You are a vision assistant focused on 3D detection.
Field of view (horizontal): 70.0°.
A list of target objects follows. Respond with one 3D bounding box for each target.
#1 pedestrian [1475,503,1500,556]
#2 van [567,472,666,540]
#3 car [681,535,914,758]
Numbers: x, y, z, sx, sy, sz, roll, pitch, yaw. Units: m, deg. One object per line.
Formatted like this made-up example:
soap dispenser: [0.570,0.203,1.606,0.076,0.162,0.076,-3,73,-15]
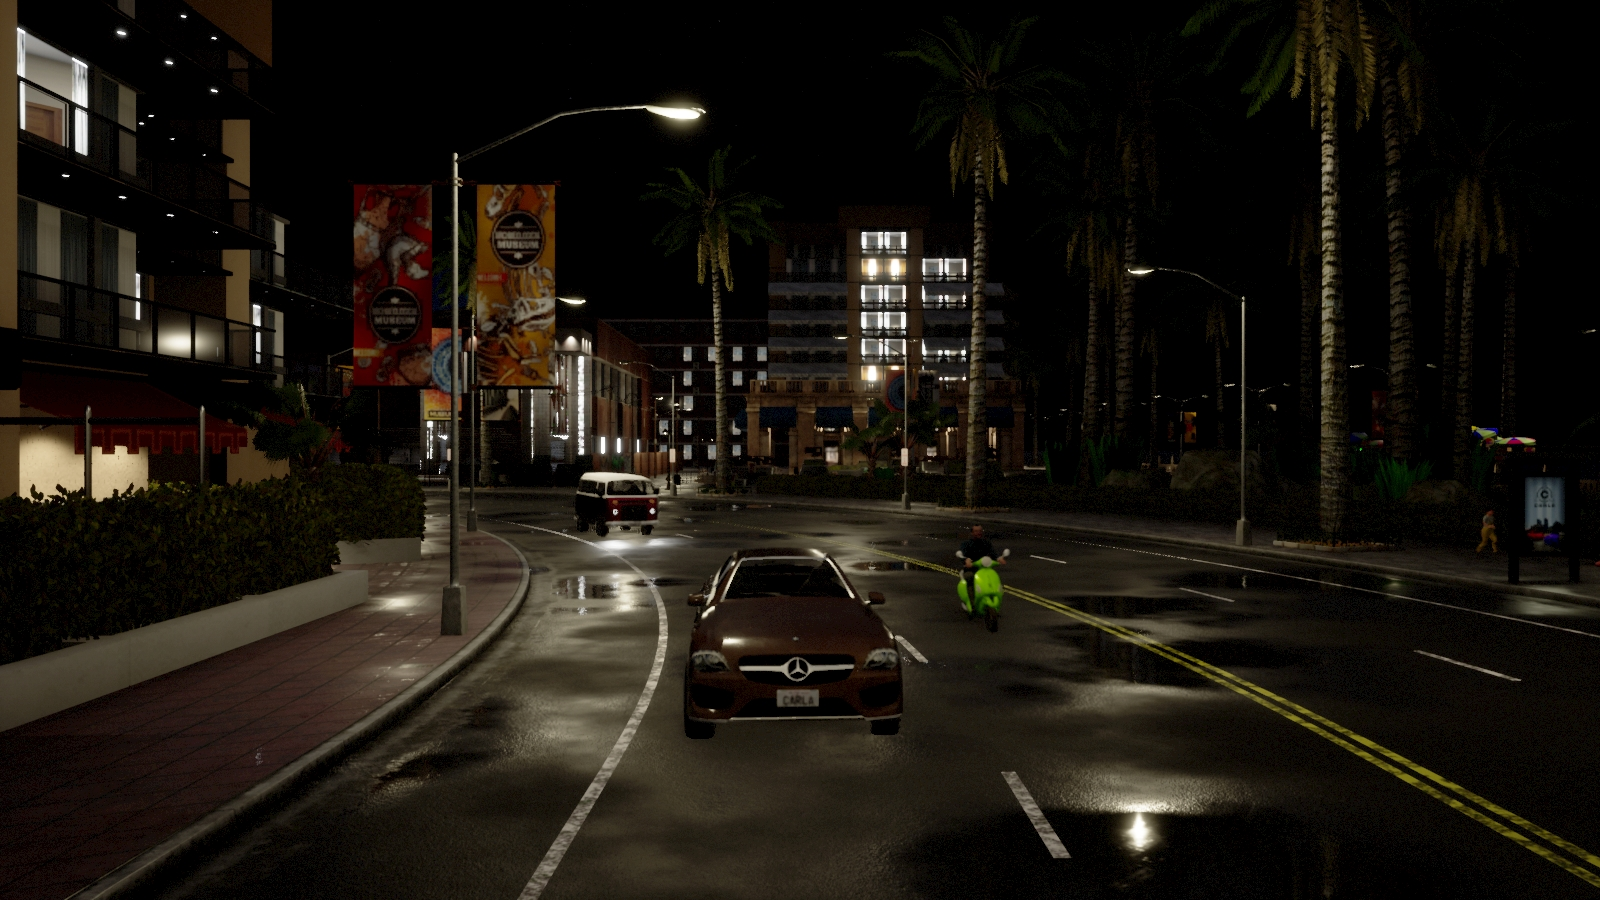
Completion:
pedestrian: [17.163,1.978,28.525,0.375,1.300,0.375,0,0,-14]
van: [-6.128,1.782,37.806,2.069,2.038,4.480,0,0,-25]
car: [-0.183,1.992,13.034,2.152,1.651,5.027,0,0,-4]
